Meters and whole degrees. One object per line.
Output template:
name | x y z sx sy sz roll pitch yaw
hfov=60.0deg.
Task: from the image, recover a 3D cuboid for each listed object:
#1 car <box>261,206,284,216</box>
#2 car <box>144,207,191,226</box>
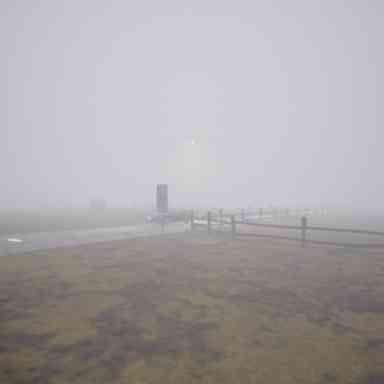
car | 11.376 2.650 46.950 1.994 1.385 4.181 -1 -2 36
car | -1.983 2.010 28.291 2.128 1.511 4.902 -1 -2 35
